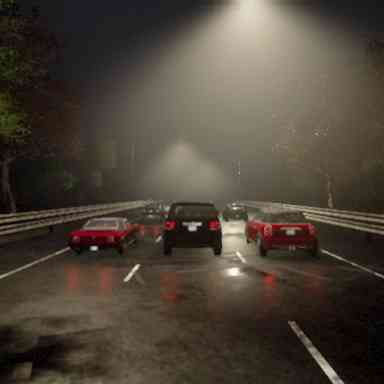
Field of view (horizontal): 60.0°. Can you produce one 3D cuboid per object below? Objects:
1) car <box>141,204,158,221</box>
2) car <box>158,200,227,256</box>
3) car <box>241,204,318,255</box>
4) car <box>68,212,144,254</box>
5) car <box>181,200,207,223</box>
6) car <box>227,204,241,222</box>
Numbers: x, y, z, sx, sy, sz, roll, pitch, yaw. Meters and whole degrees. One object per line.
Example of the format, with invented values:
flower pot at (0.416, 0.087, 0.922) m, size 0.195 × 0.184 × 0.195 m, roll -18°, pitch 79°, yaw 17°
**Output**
car at (-3.316, 1.766, 29.216) m, size 2.128 × 1.511 × 4.902 m, roll 0°, pitch 0°, yaw 1°
car at (0.036, 1.348, 13.935) m, size 2.150 × 2.045 × 5.566 m, roll 0°, pitch 0°, yaw 0°
car at (3.538, 1.482, 13.979) m, size 2.097 × 1.767 × 4.553 m, roll 0°, pitch -1°, yaw 0°
car at (-3.462, 1.733, 14.041) m, size 1.895 × 1.301 × 4.718 m, roll 0°, pitch 0°, yaw 0°
car at (0.179, 1.622, 28.957) m, size 2.097 × 1.767 × 4.553 m, roll 0°, pitch -1°, yaw 1°
car at (3.684, 1.766, 29.126) m, size 2.128 × 1.511 × 4.902 m, roll 0°, pitch 0°, yaw 1°
